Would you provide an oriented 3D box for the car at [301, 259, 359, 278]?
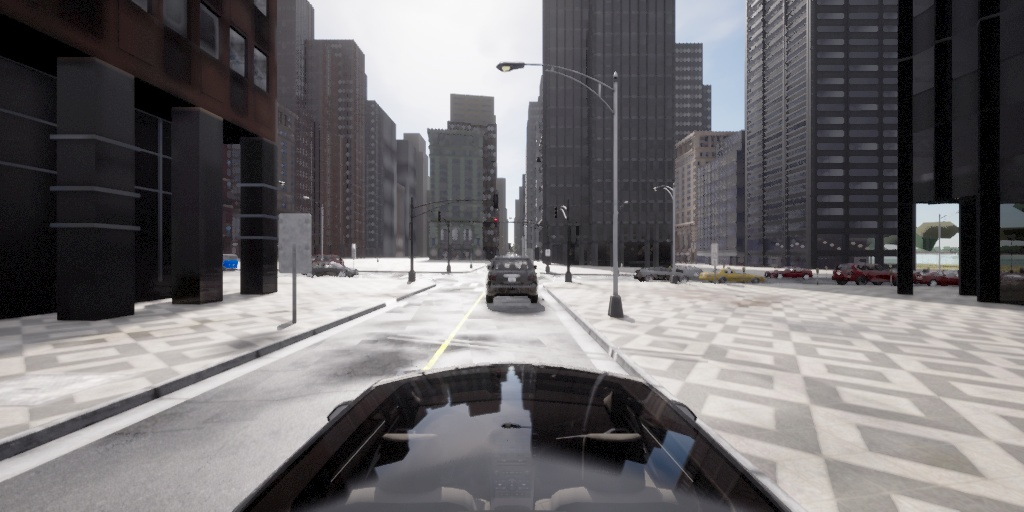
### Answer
[{"bbox_3d":[-14.780,1.115,29.171,4.403,1.370,2.007,0,0,0],"label":"car"}]

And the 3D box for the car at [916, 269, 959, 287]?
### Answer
[{"bbox_3d":[34.701,1.863,29.258,4.507,1.381,1.888,0,0,0],"label":"car"}]

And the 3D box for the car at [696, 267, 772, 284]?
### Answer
[{"bbox_3d":[17.940,1.570,29.261,4.829,1.417,1.751,0,0,0],"label":"car"}]

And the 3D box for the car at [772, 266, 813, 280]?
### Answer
[{"bbox_3d":[29.067,1.766,37.784,4.507,1.381,1.888,0,0,0],"label":"car"}]

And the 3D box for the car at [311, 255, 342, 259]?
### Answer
[{"bbox_3d":[-20.226,0.799,37.698,5.009,1.841,2.192,0,0,0],"label":"car"}]

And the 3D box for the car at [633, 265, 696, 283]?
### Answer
[{"bbox_3d":[12.128,1.523,29.262,4.313,1.339,1.948,0,0,0],"label":"car"}]

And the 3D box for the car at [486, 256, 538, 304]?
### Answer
[{"bbox_3d":[0.000,1.007,16.530,2.150,2.045,5.566,0,0,0],"label":"car"}]

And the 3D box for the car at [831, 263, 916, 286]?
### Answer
[{"bbox_3d":[29.057,1.540,29.259,5.009,1.841,2.192,0,0,0],"label":"car"}]

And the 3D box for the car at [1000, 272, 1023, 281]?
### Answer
[{"bbox_3d":[40.351,1.995,29.256,4.207,1.307,1.802,0,0,0],"label":"car"}]

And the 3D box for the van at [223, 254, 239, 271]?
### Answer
[{"bbox_3d":[-31.145,0.679,37.700,3.998,1.789,1.690,0,0,0],"label":"van"}]
